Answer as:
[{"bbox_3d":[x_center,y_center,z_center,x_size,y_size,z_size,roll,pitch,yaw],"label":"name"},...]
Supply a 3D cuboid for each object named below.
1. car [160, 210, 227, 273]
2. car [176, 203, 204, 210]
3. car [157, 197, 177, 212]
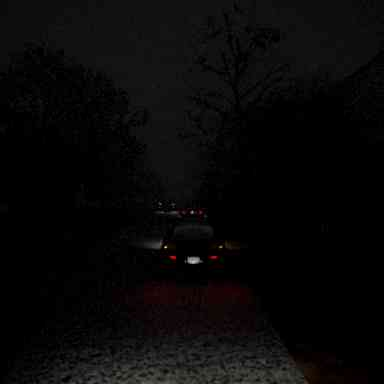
[{"bbox_3d":[0.043,1.538,10.618,1.812,1.442,4.674,0,0,0],"label":"car"},{"bbox_3d":[0.037,1.579,27.276,2.033,1.411,5.357,0,0,0],"label":"car"},{"bbox_3d":[-2.945,1.396,40.029,2.097,1.767,4.553,0,0,0],"label":"car"}]
